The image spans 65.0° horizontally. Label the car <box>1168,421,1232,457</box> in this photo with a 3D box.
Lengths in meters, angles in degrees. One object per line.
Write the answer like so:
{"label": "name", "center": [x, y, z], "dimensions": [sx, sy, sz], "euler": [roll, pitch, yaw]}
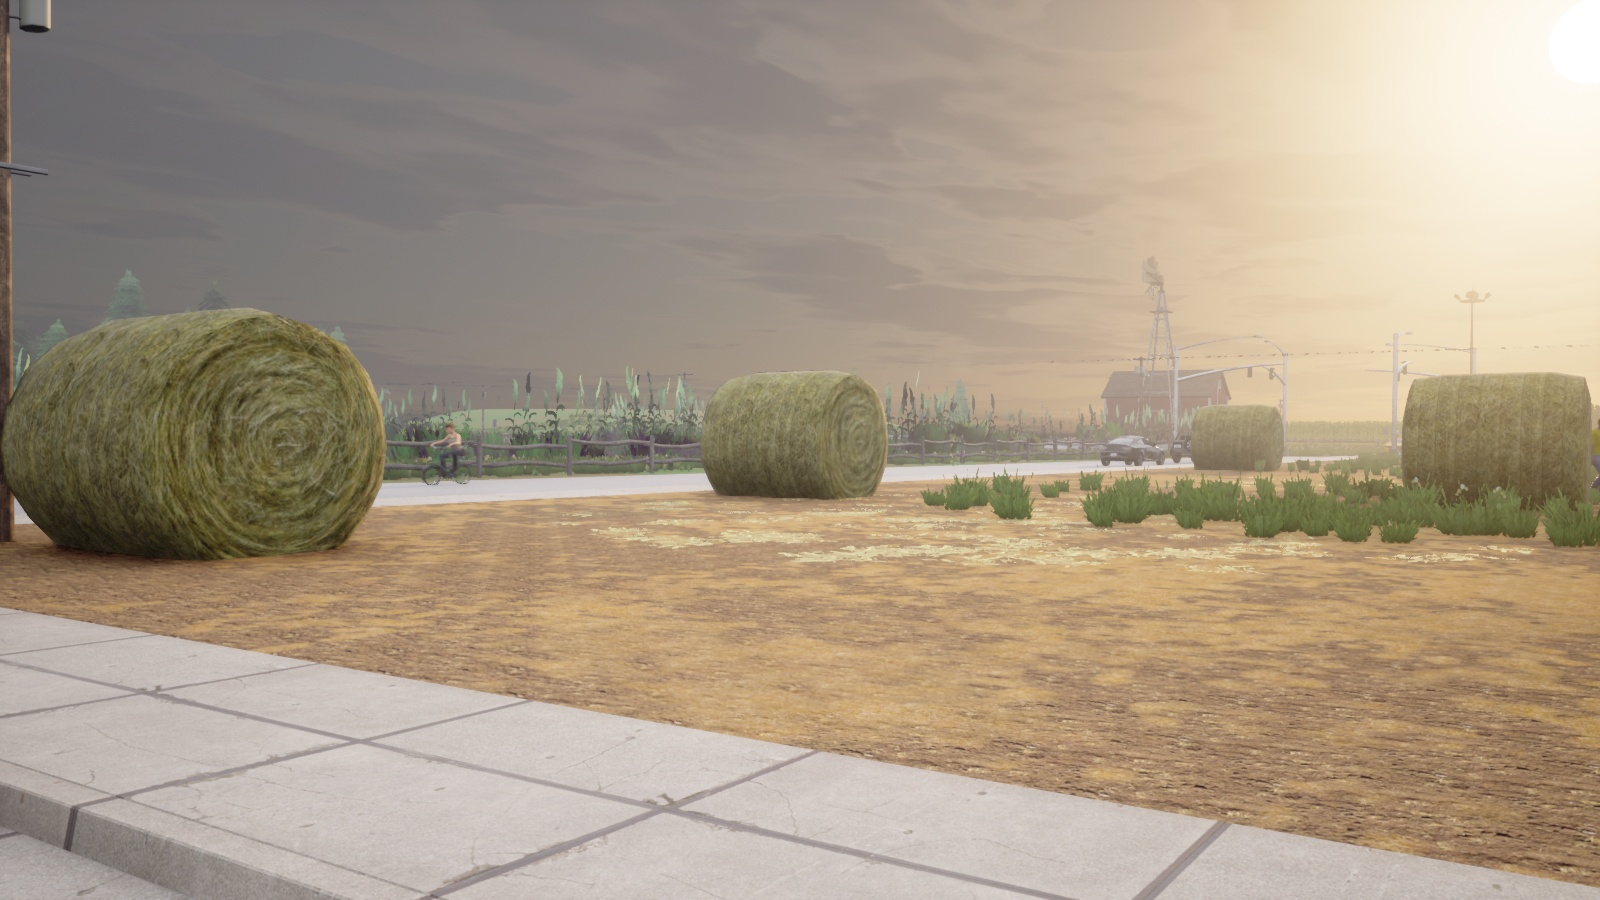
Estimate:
{"label": "car", "center": [21.696, -0.612, 68.016], "dimensions": [1.932, 1.855, 4.605], "euler": [0, 1, 36]}

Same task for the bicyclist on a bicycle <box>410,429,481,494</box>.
{"label": "bicyclist on a bicycle", "center": [-9.065, 0.276, 32.171], "dimensions": [0.866, 1.612, 1.509], "euler": [0, 1, 37]}

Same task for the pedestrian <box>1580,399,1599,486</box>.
{"label": "pedestrian", "center": [17.126, -0.165, 26.852], "dimensions": [0.354, 1.836, 0.706], "euler": [-1, 1, -13]}

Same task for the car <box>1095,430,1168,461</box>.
{"label": "car", "center": [15.937, -0.244, 60.201], "dimensions": [1.812, 1.442, 4.674], "euler": [0, 1, 36]}
